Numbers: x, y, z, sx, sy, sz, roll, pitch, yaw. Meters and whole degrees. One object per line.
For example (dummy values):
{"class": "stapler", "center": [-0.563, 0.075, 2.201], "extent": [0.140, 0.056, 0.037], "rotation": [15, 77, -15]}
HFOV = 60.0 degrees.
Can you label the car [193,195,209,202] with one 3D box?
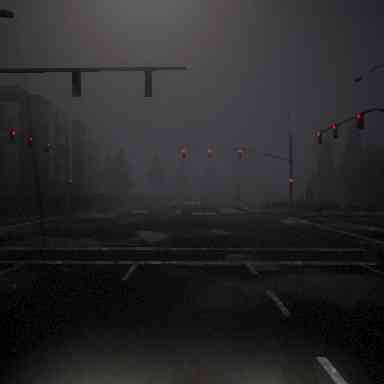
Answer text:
{"class": "car", "center": [2.166, 1.467, 77.564], "extent": [1.882, 1.535, 5.008], "rotation": [0, 0, 35]}
